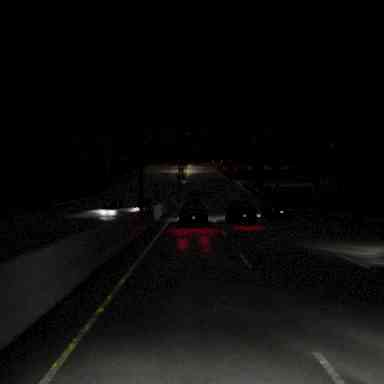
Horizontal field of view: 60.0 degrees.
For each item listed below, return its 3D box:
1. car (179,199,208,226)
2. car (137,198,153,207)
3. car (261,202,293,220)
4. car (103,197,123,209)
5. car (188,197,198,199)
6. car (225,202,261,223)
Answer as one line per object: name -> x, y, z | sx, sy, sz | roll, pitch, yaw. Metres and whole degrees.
car -> 0.097, 1.465, 23.278 | 1.882, 1.535, 5.008 | 0, 0, 0
car -> -7.007, 1.527, 50.094 | 1.895, 1.301, 4.718 | 0, 1, 0
car -> 7.096, 1.547, 28.307 | 1.994, 1.385, 4.181 | 0, 0, 0
car -> -10.511, 1.456, 44.478 | 2.128, 1.511, 4.902 | 0, 0, 0
car -> 0.093, 1.454, 45.024 | 2.128, 1.511, 4.902 | 0, 0, 0
car -> 3.596, 1.464, 25.124 | 1.882, 1.535, 5.008 | 0, 0, 0
